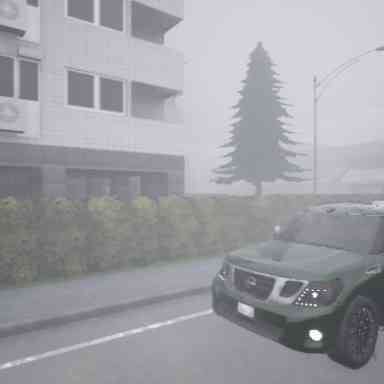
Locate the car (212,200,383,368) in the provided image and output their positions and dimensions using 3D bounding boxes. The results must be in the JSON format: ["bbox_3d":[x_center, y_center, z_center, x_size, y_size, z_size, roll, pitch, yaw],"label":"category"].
[{"bbox_3d":[2.980,1.216,6.098,5.566,2.045,2.150,-1,0,-35],"label":"car"}]
